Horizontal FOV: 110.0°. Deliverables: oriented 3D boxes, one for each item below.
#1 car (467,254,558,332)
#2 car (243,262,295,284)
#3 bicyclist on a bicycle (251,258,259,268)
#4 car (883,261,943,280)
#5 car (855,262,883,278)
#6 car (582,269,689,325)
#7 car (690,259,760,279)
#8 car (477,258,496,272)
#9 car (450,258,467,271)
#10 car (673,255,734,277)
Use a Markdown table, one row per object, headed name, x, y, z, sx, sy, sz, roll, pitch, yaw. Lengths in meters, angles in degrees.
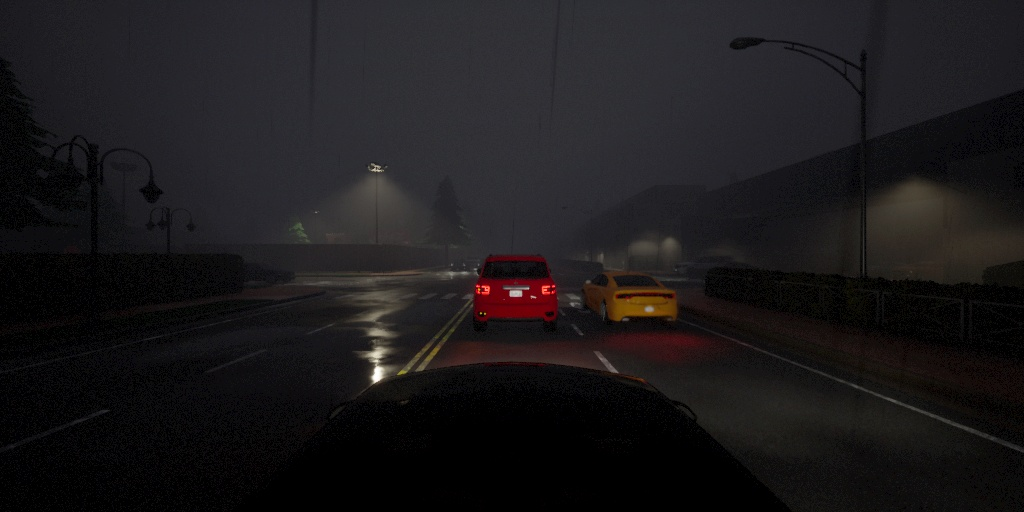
| name | x | y | z | sx | sy | sz | roll | pitch | yaw |
| --- | --- | --- | --- | --- | --- | --- | --- | --- | --- |
| car | 0.071 | 0.971 | 11.044 | 2.150 | 2.045 | 5.566 | 0 | 0 | 0 |
| car | -18.605 | 1.211 | 26.231 | 5.008 | 1.535 | 1.882 | 0 | 0 | 0 |
| bicyclist on a bicycle | -25.137 | 1.036 | 35.230 | 0.582 | 1.620 | 1.656 | 0 | 0 | 0 |
| car | 35.177 | 1.227 | 30.392 | 5.008 | 1.535 | 1.882 | 0 | 0 | 0 |
| car | 35.316 | 1.275 | 33.883 | 4.674 | 1.442 | 1.812 | 0 | 0 | 0 |
| car | 3.598 | 1.227 | 11.829 | 1.882 | 1.535 | 5.008 | 0 | 0 | 0 |
| car | 18.273 | 1.227 | 30.456 | 5.008 | 1.535 | 1.882 | 0 | 0 | 0 |
| car | -3.333 | 1.102 | 47.331 | 2.097 | 1.767 | 4.553 | 0 | 0 | 1 |
| car | -6.832 | 1.102 | 47.454 | 2.097 | 1.767 | 4.553 | 0 | 0 | 1 |
| car | 18.291 | 0.971 | 33.956 | 5.566 | 2.045 | 2.150 | 0 | 0 | 0 |
